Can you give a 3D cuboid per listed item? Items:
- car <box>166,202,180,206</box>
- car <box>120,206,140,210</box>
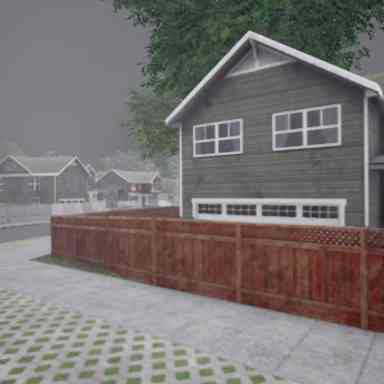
[{"bbox_3d":[-2.971,2.344,53.499,1.994,1.385,4.181,0,-1,15],"label":"car"},{"bbox_3d":[-5.838,2.069,32.702,1.994,1.385,4.181,0,-1,17],"label":"car"}]
